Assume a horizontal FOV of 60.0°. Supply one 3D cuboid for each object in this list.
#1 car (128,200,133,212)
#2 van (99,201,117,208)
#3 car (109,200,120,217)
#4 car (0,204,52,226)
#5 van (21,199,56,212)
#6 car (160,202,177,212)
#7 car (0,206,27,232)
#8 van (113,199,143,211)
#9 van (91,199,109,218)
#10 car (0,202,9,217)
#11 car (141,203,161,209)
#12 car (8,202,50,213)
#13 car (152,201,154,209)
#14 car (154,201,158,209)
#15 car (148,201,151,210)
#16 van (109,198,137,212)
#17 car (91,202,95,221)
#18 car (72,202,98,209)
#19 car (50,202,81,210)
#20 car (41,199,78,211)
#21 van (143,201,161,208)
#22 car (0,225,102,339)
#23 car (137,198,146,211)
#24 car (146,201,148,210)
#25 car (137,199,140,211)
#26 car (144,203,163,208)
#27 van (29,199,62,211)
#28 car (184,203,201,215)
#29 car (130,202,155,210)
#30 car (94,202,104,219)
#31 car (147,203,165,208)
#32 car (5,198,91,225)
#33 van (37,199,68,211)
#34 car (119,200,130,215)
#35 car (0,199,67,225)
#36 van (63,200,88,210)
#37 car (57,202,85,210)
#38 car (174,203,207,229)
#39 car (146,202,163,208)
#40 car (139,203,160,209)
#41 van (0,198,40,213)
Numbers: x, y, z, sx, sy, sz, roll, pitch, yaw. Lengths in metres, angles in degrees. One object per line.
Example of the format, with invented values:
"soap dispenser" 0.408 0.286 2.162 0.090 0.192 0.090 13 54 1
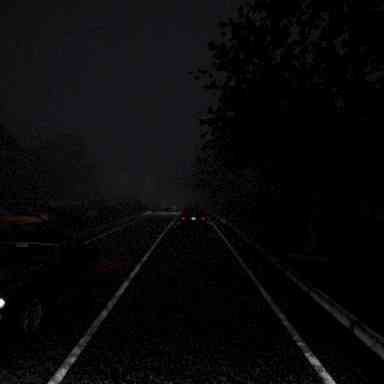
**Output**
"car" -10.335 2.080 42.268 4.674 1.452 2.002 0 -1 0
"van" -23.292 3.470 92.280 4.442 1.987 1.878 0 -2 0
"car" -10.339 1.879 33.942 5.008 1.535 2.097 0 -1 0
"car" -10.344 1.568 17.292 5.008 1.535 2.097 0 -1 0
"van" -23.293 1.991 50.604 4.442 1.987 1.878 0 -2 0
"car" -3.340 2.261 50.326 1.882 1.535 5.008 0 -2 0
"car" -10.344 1.531 14.520 4.892 1.521 2.231 0 -1 0
"van" -10.213 2.089 53.358 4.442 1.987 1.878 0 -2 0
"van" -10.451 1.600 31.171 4.442 1.987 1.878 0 -1 0
"car" -23.407 1.938 36.902 4.892 1.521 2.231 0 -1 0
"car" -10.293 3.425 83.868 4.792 1.488 2.163 0 -2 0
"car" -23.416 2.151 47.980 5.008 1.535 2.097 0 -1 0
"car" -10.296 2.582 64.453 4.553 1.767 2.185 0 -2 0
"car" -10.141 2.803 67.223 5.366 1.575 1.946 0 -2 0
"car" -10.323 2.511 58.899 5.008 1.535 2.097 0 -2 0
"van" -10.215 1.868 45.049 4.442 1.987 1.878 0 -1 0
"car" -10.366 1.748 25.615 4.792 1.488 2.163 0 -1 0
"car" -23.399 3.006 72.877 5.008 1.535 2.097 0 -2 0
"car" -23.402 2.613 61.803 5.008 1.535 2.097 0 -2 0
"car" -23.380 2.260 58.919 5.566 2.045 2.435 0 -2 0
"van" -10.438 3.268 86.652 4.442 1.987 1.878 0 -2 0
"car" -3.353 1.612 6.695 1.895 1.301 4.718 0 0 0
"car" -10.358 1.965 50.585 5.566 2.045 2.435 0 -2 0
"car" -10.331 2.453 56.124 4.674 1.452 2.002 0 -2 0
"car" -10.360 2.177 47.826 4.792 1.488 2.163 0 -2 0
"car" -10.350 3.621 89.418 4.792 1.488 2.163 0 -2 0
"van" -23.526 2.094 53.506 4.442 1.987 1.878 0 -2 0
"car" 0.087 2.112 41.704 2.033 1.411 5.357 0 -1 0
"car" -10.319 2.905 69.997 4.892 1.521 2.231 0 -2 0
"car" -10.338 1.812 28.390 4.674 1.452 2.002 0 -1 0
"car" -10.314 3.798 94.968 4.892 1.521 2.231 0 -2 0
"car" -10.308 1.414 22.844 5.566 2.045 2.435 0 -1 0
"van" -23.525 2.187 56.149 4.442 1.987 1.878 0 -2 0
"car" -10.303 2.016 39.492 4.792 1.488 2.163 0 -1 0
"car" -10.369 1.489 20.071 4.553 1.767 2.185 0 -1 0
"van" -23.523 2.580 67.223 4.442 1.987 1.878 0 -2 0
"car" -23.404 2.752 64.571 4.674 1.452 2.002 0 -2 0
"car" 0.092 1.739 23.142 2.033 1.411 5.357 0 -1 0
"car" -10.351 3.567 92.195 4.553 1.767 2.185 0 -2 0
"car" -10.294 3.326 81.094 4.792 1.488 2.163 0 -2 0
"van" -23.294 1.871 45.214 4.442 1.987 1.878 0 -1 0
